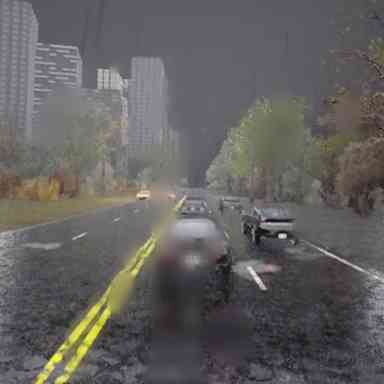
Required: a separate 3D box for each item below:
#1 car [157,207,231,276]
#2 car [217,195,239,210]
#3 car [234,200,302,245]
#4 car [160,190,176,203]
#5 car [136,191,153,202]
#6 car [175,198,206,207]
[{"bbox_3d":[0.070,1.366,9.714,1.812,1.442,4.674,0,0,1],"label":"car"},{"bbox_3d":[3.397,1.067,30.466,2.128,1.511,4.902,3,1,0],"label":"car"},{"bbox_3d":[3.358,1.359,14.741,2.128,1.511,4.902,1,1,0],"label":"car"},{"bbox_3d":[-3.283,0.529,46.318,2.097,1.767,4.553,2,1,0],"label":"car"},{"bbox_3d":[-6.536,0.570,46.249,1.882,1.535,5.008,2,1,0],"label":"car"},{"bbox_3d":[0.095,1.163,25.246,2.033,1.411,5.357,2,1,0],"label":"car"}]
